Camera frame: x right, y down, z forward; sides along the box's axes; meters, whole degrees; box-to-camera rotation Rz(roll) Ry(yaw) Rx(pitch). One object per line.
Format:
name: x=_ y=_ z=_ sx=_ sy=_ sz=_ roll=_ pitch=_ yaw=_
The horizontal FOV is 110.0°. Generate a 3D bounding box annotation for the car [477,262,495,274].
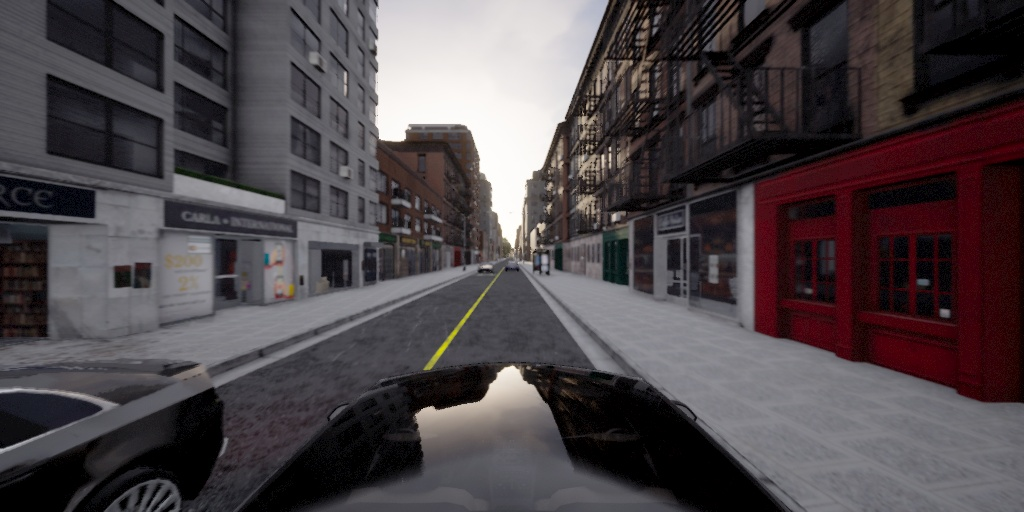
car: x=-3.091 y=1.397 z=43.445 sx=2.033 sy=1.411 sz=5.357 roll=0 pitch=0 yaw=0

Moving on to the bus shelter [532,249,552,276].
bus shelter: x=3.126 y=0.707 z=36.955 sx=1.920 sy=2.740 sz=3.880 roll=0 pitch=0 yaw=0

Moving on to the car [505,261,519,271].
car: x=0.033 y=1.434 z=51.307 sx=1.994 sy=1.385 sz=4.181 roll=0 pitch=0 yaw=1

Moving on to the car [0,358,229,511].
car: x=-3.101 y=1.241 z=0.685 sx=2.128 sy=1.511 sz=4.902 roll=0 pitch=0 yaw=0
